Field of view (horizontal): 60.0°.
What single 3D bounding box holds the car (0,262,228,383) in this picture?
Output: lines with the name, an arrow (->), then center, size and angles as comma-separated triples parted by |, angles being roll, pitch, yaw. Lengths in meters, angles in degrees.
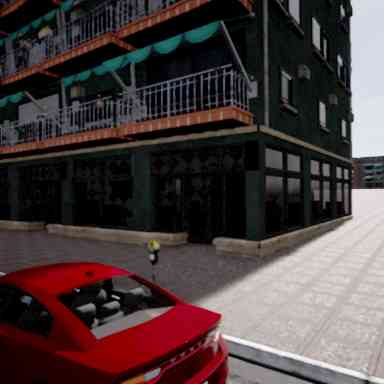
car -> -1.737, 1.569, 4.123 | 4.507, 1.381, 1.887 | 0, 0, 36
